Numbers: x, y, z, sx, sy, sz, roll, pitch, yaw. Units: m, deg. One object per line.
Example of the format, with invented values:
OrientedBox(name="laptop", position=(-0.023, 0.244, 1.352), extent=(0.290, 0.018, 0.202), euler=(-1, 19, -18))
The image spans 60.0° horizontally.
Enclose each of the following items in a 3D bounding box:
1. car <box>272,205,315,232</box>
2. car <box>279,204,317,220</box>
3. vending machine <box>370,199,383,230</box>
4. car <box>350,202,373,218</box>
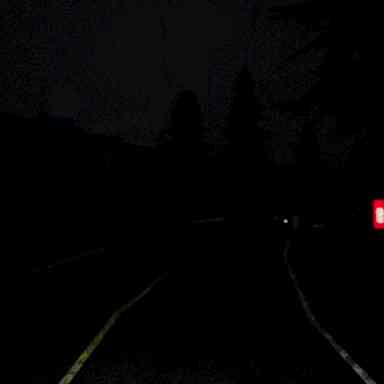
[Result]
OrientedBox(name="car", position=(6.931, 1.840, 22.766), extent=(1.994, 1.385, 4.181), euler=(0, -1, 30))
OrientedBox(name="car", position=(10.856, 1.979, 33.961), extent=(1.994, 1.385, 4.181), euler=(0, -1, 45))
OrientedBox(name="vending machine", position=(12.826, 1.512, 22.631), extent=(1.100, 2.100, 0.880), euler=(0, -1, 35))
OrientedBox(name="car", position=(19.336, 1.852, 36.528), extent=(4.553, 1.767, 2.097), euler=(1, -1, -40))
